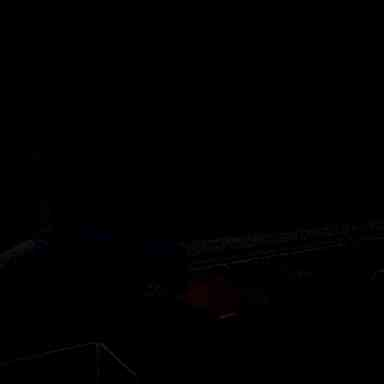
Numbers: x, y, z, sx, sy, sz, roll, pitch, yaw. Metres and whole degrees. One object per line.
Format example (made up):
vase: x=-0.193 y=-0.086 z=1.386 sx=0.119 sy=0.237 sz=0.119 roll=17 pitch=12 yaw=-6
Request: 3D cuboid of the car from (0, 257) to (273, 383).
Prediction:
car: x=-1.645 y=1.601 z=2.513 sx=4.718 sy=1.301 sz=1.895 roll=0 pitch=0 yaw=-36

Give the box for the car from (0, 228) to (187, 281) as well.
car: x=-2.378 y=1.475 z=5.982 sx=5.008 sy=1.535 sz=1.882 roll=0 pitch=0 yaw=-35
